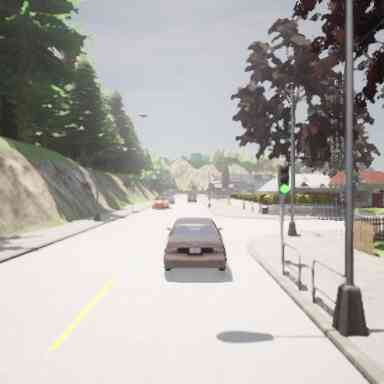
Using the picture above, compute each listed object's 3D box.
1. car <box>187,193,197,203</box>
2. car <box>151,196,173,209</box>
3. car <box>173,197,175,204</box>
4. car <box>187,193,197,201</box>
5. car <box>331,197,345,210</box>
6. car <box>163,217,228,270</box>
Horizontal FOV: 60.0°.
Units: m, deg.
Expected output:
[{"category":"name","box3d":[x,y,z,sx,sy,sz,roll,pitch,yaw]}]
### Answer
[{"category":"car","box3d":[-0.005,1.491,69.497,1.994,1.385,4.181,0,0,0]},{"category":"car","box3d":[-4.091,1.319,43.679,2.097,1.767,4.553,0,0,0]},{"category":"car","box3d":[-4.043,1.481,60.117,1.812,1.442,4.674,0,0,1]},{"category":"car","box3d":[-0.006,1.156,79.400,2.150,2.045,5.566,0,0,0]},{"category":"car","box3d":[15.783,1.273,37.643,1.994,1.381,4.181,0,0,0]},{"category":"car","box3d":[0.087,1.539,10.973,2.033,1.411,5.357,0,0,0]}]
